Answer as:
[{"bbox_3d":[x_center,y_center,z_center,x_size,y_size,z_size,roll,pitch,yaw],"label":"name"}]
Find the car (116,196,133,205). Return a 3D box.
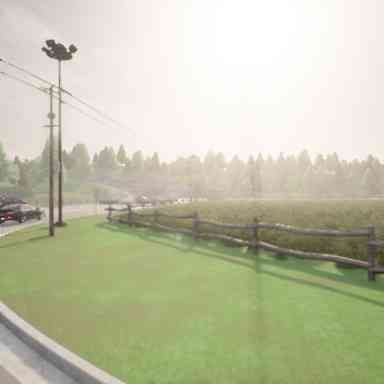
[{"bbox_3d":[-13.765,1.947,70.660,1.812,1.442,4.674,0,0,10],"label":"car"}]

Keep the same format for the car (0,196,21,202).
[{"bbox_3d":[-25.116,1.599,45.798,2.150,2.045,5.566,0,0,10],"label":"car"}]

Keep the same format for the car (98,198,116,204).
[{"bbox_3d":[-19.743,2.047,77.108,2.033,1.411,5.357,0,0,10],"label":"car"}]

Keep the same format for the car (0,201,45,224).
[{"bbox_3d":[-13.775,1.722,26.971,1.837,1.490,4.892,-2,0,2],"label":"car"}]

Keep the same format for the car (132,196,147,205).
[{"bbox_3d":[-10.327,2.005,69.994,1.895,1.301,4.718,0,0,10],"label":"car"}]

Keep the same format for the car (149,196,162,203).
[{"bbox_3d":[-8.612,1.791,79.819,1.837,1.490,4.892,0,0,10],"label":"car"}]

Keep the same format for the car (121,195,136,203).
[{"bbox_3d":[-15.513,1.691,80.995,2.097,1.767,4.553,0,0,10],"label":"car"}]

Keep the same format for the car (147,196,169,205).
[{"bbox_3d":[-6.957,1.903,68.951,2.128,1.511,4.902,0,0,10],"label":"car"}]

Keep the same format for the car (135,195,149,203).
[{"bbox_3d":[-12.065,1.668,80.393,2.097,1.767,4.553,0,0,10],"label":"car"}]

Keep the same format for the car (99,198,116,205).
[{"bbox_3d":[-17.300,1.992,70.759,2.033,1.411,5.357,0,0,10],"label":"car"}]

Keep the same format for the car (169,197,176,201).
[{"bbox_3d":[-5.158,1.863,79.246,1.895,1.301,4.718,0,0,10],"label":"car"}]
